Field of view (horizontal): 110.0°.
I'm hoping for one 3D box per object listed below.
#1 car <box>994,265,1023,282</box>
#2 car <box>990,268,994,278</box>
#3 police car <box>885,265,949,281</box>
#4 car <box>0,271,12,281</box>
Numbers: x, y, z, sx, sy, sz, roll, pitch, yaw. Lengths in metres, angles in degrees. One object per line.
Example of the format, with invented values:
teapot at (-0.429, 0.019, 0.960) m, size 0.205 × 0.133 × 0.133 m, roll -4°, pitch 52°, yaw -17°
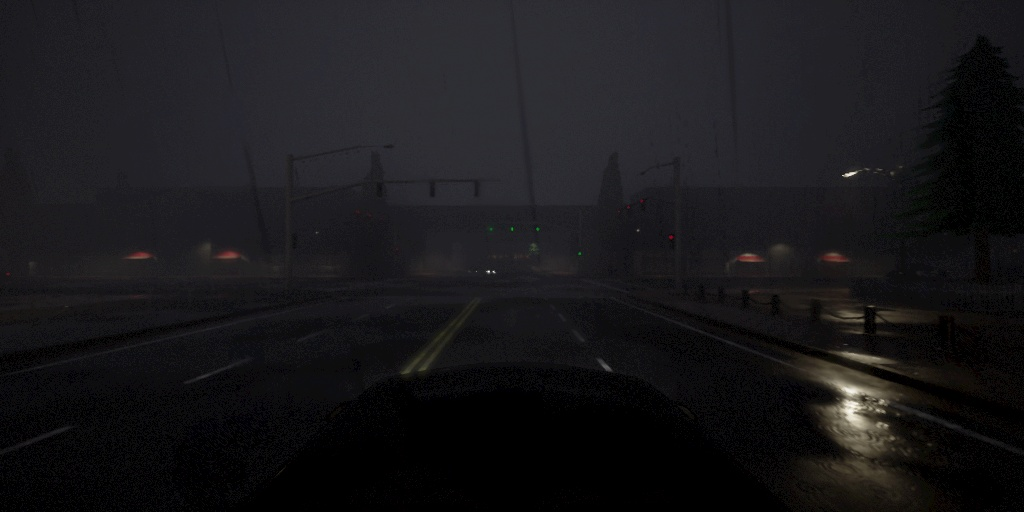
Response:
car at (48.435, 1.656, 32.908) m, size 4.902 × 1.511 × 2.128 m, roll 0°, pitch -1°, yaw 1°
car at (50.476, 1.700, 36.381) m, size 4.902 × 1.511 × 2.128 m, roll 0°, pitch -1°, yaw 0°
police car at (40.890, 1.712, 36.401) m, size 4.974 × 1.542 × 2.038 m, roll 0°, pitch -1°, yaw 0°
car at (-50.541, 1.767, 33.770) m, size 4.718 × 1.301 × 1.895 m, roll 0°, pitch -1°, yaw 2°
